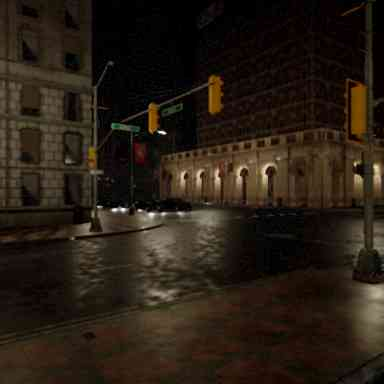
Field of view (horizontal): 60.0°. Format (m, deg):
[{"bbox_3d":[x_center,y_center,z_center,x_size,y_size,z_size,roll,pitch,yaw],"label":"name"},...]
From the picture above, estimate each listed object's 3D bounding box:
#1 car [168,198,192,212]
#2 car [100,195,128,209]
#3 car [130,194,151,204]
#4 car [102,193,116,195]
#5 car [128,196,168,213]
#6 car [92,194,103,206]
[{"bbox_3d":[-1.962,1.442,39.448,1.882,1.535,5.008,0,0,-36],"label":"car"},{"bbox_3d":[-10.812,1.534,45.815,1.994,1.385,4.181,0,0,-35],"label":"car"},{"bbox_3d":[-9.667,1.304,62.575,2.097,1.767,4.553,0,0,-35],"label":"car"},{"bbox_3d":[-13.804,1.185,56.235,2.150,2.045,5.566,0,0,-35],"label":"car"},{"bbox_3d":[-5.007,1.475,37.685,1.837,1.490,4.892,0,0,-36],"label":"car"},{"bbox_3d":[-16.677,1.447,54.206,1.882,1.535,5.008,0,0,-35],"label":"car"}]
